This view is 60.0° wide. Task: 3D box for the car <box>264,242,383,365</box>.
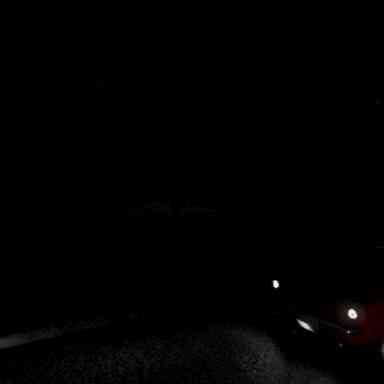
[{"bbox_3d":[3.606,1.581,5.658,4.718,1.301,1.895,0,0,-25],"label":"car"}]
